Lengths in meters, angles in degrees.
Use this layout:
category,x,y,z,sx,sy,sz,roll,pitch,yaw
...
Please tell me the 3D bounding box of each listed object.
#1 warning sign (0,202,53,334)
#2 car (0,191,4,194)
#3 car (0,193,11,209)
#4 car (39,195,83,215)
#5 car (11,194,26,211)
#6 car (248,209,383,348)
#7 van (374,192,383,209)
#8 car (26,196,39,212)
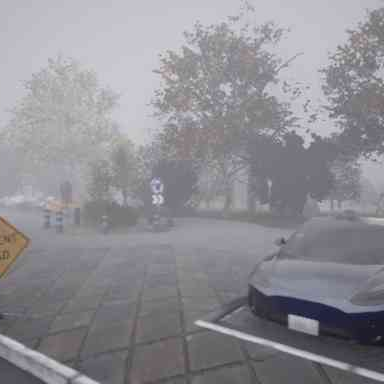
category,x,y,z,sx,sy,sz,roll,pitch,yaw
warning sign,-3.182,1.157,5.284,1.060,1.860,1.300,-4,1,35
car,-20.664,1.053,38.586,1.946,1.575,5.366,2,1,36
car,-18.316,1.161,37.108,2.002,1.452,4.674,2,1,36
car,-11.693,1.311,32.297,2.097,1.535,5.008,2,1,36
car,-16.090,1.215,35.459,2.163,1.488,4.792,2,1,36
car,2.750,1.194,5.942,2.163,1.488,4.792,1,1,36
van,10.323,0.933,16.487,1.878,1.987,4.442,1,1,36
car,-13.912,1.121,33.952,2.185,1.767,4.553,2,1,36
